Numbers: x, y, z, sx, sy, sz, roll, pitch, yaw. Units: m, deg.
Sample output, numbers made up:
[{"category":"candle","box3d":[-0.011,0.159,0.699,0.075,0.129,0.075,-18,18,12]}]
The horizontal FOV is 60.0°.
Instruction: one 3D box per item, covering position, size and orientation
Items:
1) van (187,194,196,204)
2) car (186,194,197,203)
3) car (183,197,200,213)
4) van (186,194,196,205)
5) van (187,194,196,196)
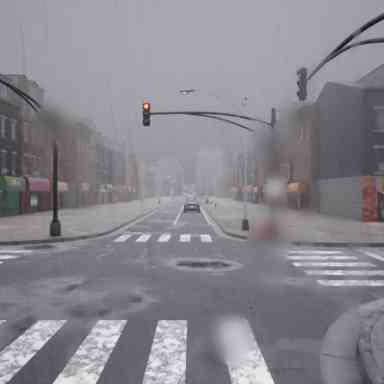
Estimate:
[{"category":"van","box3d":[-0.128,1.347,64.719,1.690,1.788,3.998,0,0,0]},{"category":"car","box3d":[-0.149,1.326,70.324,2.192,1.841,5.009,0,0,0]},{"category":"car","box3d":[-0.021,1.563,36.691,1.947,1.339,4.313,0,0,0]},{"category":"van","box3d":[-0.107,1.344,59.114,1.690,1.788,3.998,0,0,0]},{"category":"van","box3d":[-0.085,1.341,53.508,1.690,1.788,3.998,0,0,0]}]
